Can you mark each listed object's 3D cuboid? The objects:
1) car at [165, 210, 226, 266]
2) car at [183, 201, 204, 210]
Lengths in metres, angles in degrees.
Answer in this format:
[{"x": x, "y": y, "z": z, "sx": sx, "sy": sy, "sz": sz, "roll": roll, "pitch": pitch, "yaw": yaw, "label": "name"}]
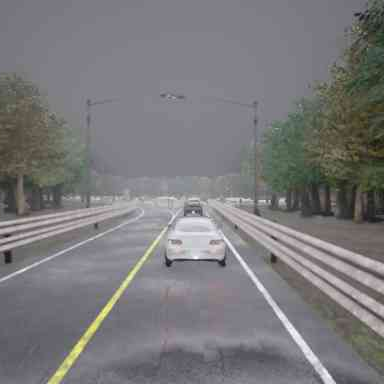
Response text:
[{"x": 0.106, "y": 1.549, "z": 11.455, "sx": 1.812, "sy": 1.442, "sz": 4.674, "roll": 0, "pitch": 0, "yaw": 0, "label": "car"}, {"x": 0.125, "y": 1.639, "z": 33.401, "sx": 1.837, "sy": 1.490, "sz": 4.892, "roll": 1, "pitch": 0, "yaw": 0, "label": "car"}]
